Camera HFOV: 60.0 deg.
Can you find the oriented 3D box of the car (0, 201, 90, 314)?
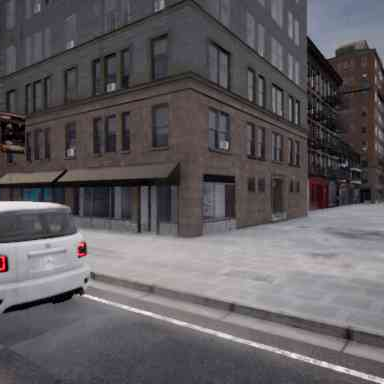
[{"bbox_3d":[-4.491,1.219,6.885,5.566,2.045,2.150,0,0,35],"label":"car"}]
